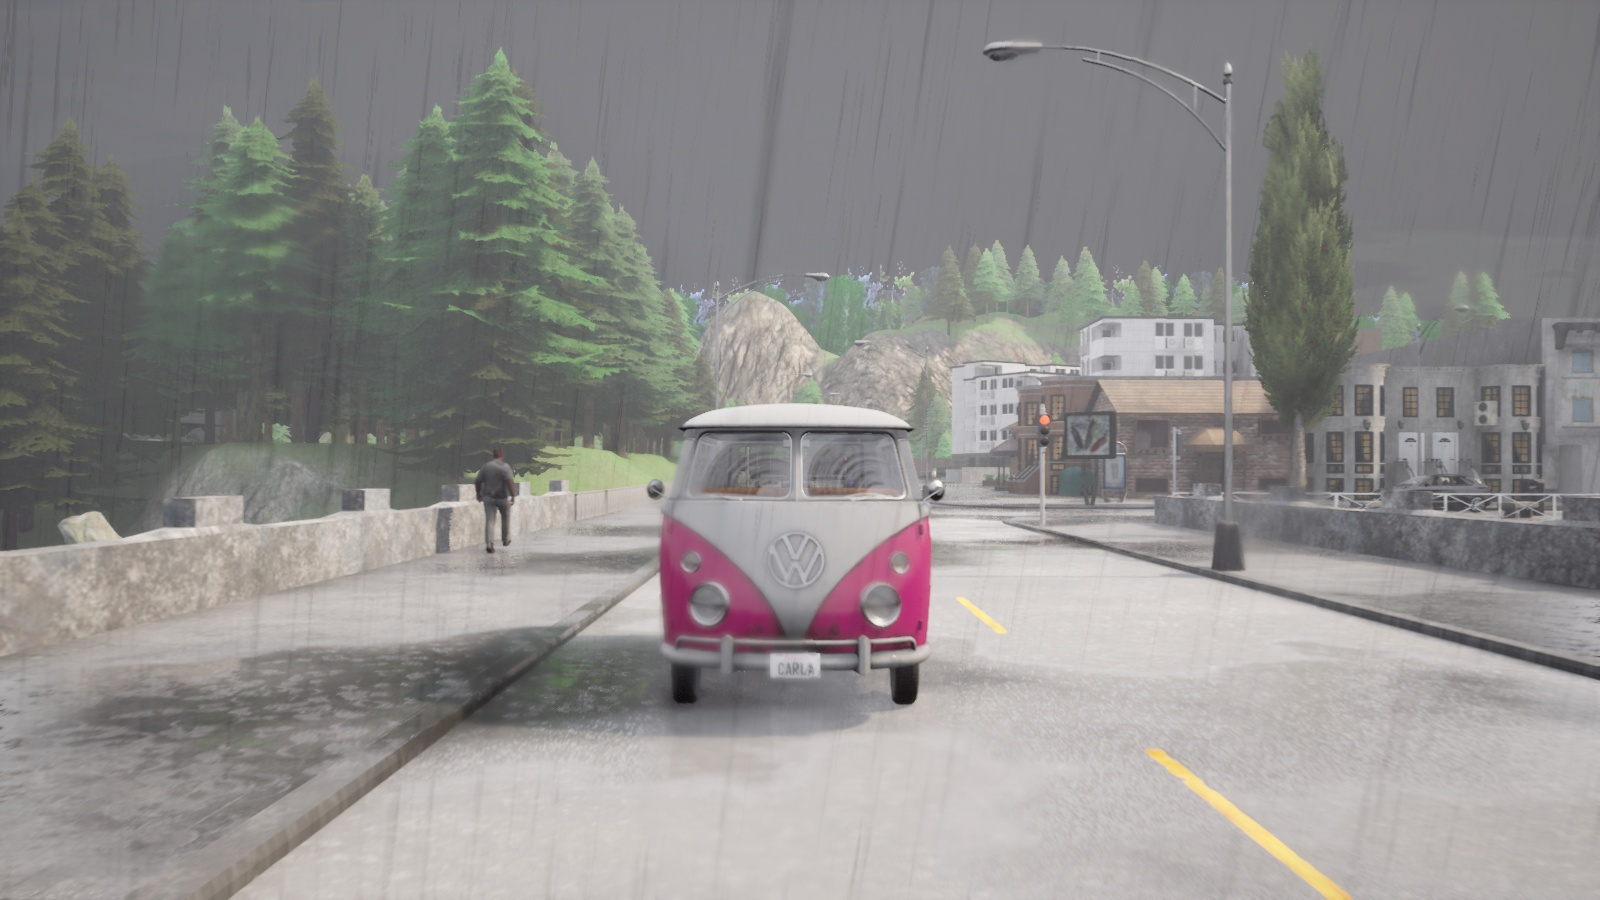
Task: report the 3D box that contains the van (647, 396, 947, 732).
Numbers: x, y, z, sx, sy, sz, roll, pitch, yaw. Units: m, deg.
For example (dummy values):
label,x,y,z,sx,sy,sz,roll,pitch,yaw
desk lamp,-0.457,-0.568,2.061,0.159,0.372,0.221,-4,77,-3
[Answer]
label,x,y,z,sx,sy,sz,roll,pitch,yaw
van,-0.025,0.712,9.696,1.775,1.987,4.442,0,-1,0

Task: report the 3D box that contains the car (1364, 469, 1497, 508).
label,x,y,z,sx,sy,sz,roll,pitch,yaw
car,24.305,1.462,48.523,4.193,1.474,1.816,0,-1,0

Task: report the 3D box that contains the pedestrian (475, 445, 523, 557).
label,x,y,z,sx,sy,sz,roll,pitch,yaw
pedestrian,-5.179,0.870,21.654,0.563,1.883,0.849,0,-1,5
